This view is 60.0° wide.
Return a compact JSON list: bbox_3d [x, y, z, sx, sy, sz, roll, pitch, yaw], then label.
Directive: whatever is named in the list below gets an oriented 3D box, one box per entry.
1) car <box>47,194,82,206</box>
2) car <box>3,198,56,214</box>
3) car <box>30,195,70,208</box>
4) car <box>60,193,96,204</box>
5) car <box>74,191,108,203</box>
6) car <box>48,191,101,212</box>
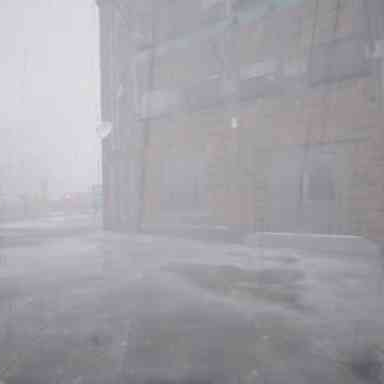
[{"bbox_3d":[-18.579,1.159,48.557,4.674,1.452,2.002,-2,2,23],"label":"car"},{"bbox_3d":[-18.269,1.541,37.706,2.033,1.411,5.357,-2,1,23],"label":"car"},{"bbox_3d":[-19.690,1.275,46.000,4.892,1.521,2.231,-2,2,23],"label":"car"},{"bbox_3d":[-17.516,0.971,50.999,4.892,1.521,2.231,-2,2,23],"label":"car"},{"bbox_3d":[-16.372,0.809,53.679,4.892,1.521,2.231,-2,2,23],"label":"car"},{"bbox_3d":[-11.641,1.031,33.637,5.566,2.045,2.435,-2,2,23],"label":"car"}]
